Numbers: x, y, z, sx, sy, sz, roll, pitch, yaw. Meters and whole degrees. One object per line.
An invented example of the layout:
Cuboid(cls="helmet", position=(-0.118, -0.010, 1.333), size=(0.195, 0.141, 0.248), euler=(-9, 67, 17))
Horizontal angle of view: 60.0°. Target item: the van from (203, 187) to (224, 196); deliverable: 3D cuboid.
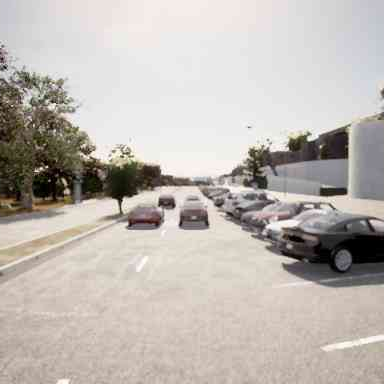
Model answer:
Cuboid(cls="van", position=(5.003, -0.083, 76.136), size=(4.442, 1.987, 1.878), euler=(0, 2, -20))

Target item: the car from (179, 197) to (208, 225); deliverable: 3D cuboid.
Cuboid(cls="car", position=(0.110, 1.331, 22.099), size=(1.812, 1.442, 4.674), euler=(0, 1, 0))

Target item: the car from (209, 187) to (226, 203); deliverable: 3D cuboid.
Cuboid(cls="car", position=(5.064, 0.851, 34.238), size=(5.566, 2.045, 2.435), euler=(0, 2, -20))

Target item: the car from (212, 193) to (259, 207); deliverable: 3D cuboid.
Cuboid(cls="car", position=(5.262, 0.973, 40.334), size=(5.366, 1.575, 1.946), euler=(0, 1, -20))

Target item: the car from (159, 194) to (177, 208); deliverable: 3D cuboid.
Cuboid(cls="car", position=(-2.881, 0.991, 38.945), size=(1.882, 1.535, 5.008), euler=(0, 1, 0))

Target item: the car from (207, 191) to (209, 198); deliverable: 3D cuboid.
Cuboid(cls="car", position=(5.067, 0.868, 46.257), size=(4.792, 1.488, 2.163), euler=(0, 2, -20))

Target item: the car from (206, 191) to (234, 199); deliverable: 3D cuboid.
Cuboid(cls="car", position=(5.096, 0.530, 61.277), size=(4.674, 1.452, 2.002), euler=(0, 1, -20))

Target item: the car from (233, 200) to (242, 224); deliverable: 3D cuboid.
Cuboid(cls="car", position=(5.082, 1.370, 19.239), size=(4.674, 1.452, 2.002), euler=(1, 1, -20))

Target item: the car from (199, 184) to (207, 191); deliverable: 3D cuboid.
Cuboid(cls="car", position=(5.085, -0.039, 73.183), size=(5.566, 2.045, 2.435), euler=(0, 2, -20))

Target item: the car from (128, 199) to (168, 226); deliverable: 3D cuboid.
Cuboid(cls="car", position=(-2.890, 1.376, 21.613), size=(1.994, 1.385, 4.181), euler=(0, 1, 0))

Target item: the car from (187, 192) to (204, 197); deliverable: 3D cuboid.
Cuboid(cls="car", position=(0.119, 1.050, 38.469), size=(1.812, 1.442, 4.674), euler=(0, 1, 0))

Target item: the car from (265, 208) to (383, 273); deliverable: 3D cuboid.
Cuboid(cls="car", position=(5.068, 1.408, 10.239), size=(5.008, 1.535, 2.097), euler=(1, 0, -20))

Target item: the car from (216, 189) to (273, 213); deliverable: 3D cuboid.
Cuboid(cls="car", position=(5.111, 1.000, 25.259), size=(5.566, 2.045, 2.435), euler=(0, 1, -20))

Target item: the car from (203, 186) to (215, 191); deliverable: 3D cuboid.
Cuboid(cls="car", position=(5.074, 0.295, 64.245), size=(4.553, 1.767, 2.185), euler=(0, 1, -20))

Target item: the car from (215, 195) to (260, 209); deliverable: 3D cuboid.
Cuboid(cls="car", position=(5.093, 1.079, 37.263), size=(4.674, 1.452, 2.002), euler=(0, 2, -20))

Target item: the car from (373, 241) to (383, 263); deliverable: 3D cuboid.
Cuboid(cls="car", position=(5.046, 1.481, 4.222), size=(4.792, 1.488, 2.163), euler=(1, 1, -20))

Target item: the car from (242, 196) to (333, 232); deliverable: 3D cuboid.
Cuboid(cls="car", position=(5.110, 1.232, 16.248), size=(4.553, 1.767, 2.185), euler=(1, 1, -20))

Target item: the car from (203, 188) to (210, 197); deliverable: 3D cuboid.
Cuboid(cls="car", position=(5.073, 0.589, 58.260), size=(4.792, 1.488, 2.163), euler=(0, 2, -20))

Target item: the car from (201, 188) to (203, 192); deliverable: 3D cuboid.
Cuboid(cls="car", position=(5.099, 0.283, 70.221), size=(4.892, 1.521, 2.231), euler=(0, 1, -20))

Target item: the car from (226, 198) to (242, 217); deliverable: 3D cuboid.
Cuboid(cls="car", position=(5.107, 1.320, 22.263), size=(4.792, 1.488, 2.163), euler=(1, 1, -20))

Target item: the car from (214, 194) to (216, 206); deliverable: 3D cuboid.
Cuboid(cls="car", position=(4.912, 1.201, 28.189), size=(5.366, 1.575, 1.946), euler=(0, 1, -20))

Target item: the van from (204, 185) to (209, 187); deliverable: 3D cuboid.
Cuboid(cls="van", position=(5.215, 0.126, 67.277), size=(4.442, 1.987, 1.878), euler=(0, 1, -20))

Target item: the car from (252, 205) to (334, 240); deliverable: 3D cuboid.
Cuboid(cls="car", position=(5.079, 1.424, 13.239), size=(4.674, 1.452, 2.002), euler=(1, 1, -20))
